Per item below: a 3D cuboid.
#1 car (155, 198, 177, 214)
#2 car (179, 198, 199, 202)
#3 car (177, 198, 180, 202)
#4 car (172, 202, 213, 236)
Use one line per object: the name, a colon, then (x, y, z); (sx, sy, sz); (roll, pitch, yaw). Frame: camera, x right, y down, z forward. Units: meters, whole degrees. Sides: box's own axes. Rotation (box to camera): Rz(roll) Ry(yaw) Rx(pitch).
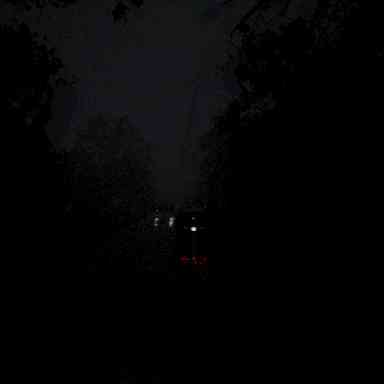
car: (-2.942, 1.512, 36.517); (1.882, 1.535, 5.008); (0, 0, 0)
car: (0.008, 1.520, 35.639); (2.128, 1.511, 4.902); (0, 0, 0)
car: (-3.175, 2.119, 77.115); (1.994, 1.385, 4.181); (0, -2, -1)
car: (0.075, 1.497, 18.191); (1.837, 1.490, 4.892); (0, 0, 0)
